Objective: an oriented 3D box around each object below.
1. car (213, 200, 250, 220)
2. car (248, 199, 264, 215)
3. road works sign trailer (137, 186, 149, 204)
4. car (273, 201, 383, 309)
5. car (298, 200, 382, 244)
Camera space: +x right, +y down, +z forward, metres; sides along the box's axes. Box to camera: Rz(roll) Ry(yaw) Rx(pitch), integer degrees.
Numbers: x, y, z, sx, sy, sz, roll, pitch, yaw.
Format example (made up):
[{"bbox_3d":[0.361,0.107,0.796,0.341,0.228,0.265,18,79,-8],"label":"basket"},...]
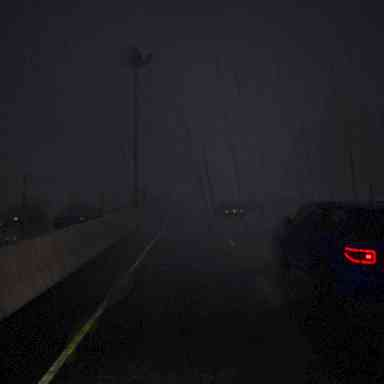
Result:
[{"bbox_3d":[3.074,1.563,28.446,2.033,1.411,5.357,0,0,-5],"label":"car"},{"bbox_3d":[5.893,1.509,34.224,2.128,1.511,4.902,0,0,-8],"label":"car"},{"bbox_3d":[-9.770,0.498,63.300,2.380,3.560,2.880,0,0,-28],"label":"road works sign trailer"},{"bbox_3d":[3.599,1.226,8.004,2.150,2.045,5.566,0,0,0],"label":"car"},{"bbox_3d":[7.076,1.361,16.545,2.097,1.767,4.553,0,0,0],"label":"car"}]
